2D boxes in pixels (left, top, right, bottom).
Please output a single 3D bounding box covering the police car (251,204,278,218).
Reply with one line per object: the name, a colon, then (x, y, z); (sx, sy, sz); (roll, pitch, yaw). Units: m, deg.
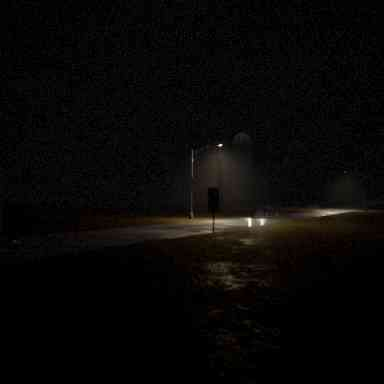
police car: (8.986, 2.270, 41.036); (1.930, 1.638, 5.238); (0, -1, 36)
